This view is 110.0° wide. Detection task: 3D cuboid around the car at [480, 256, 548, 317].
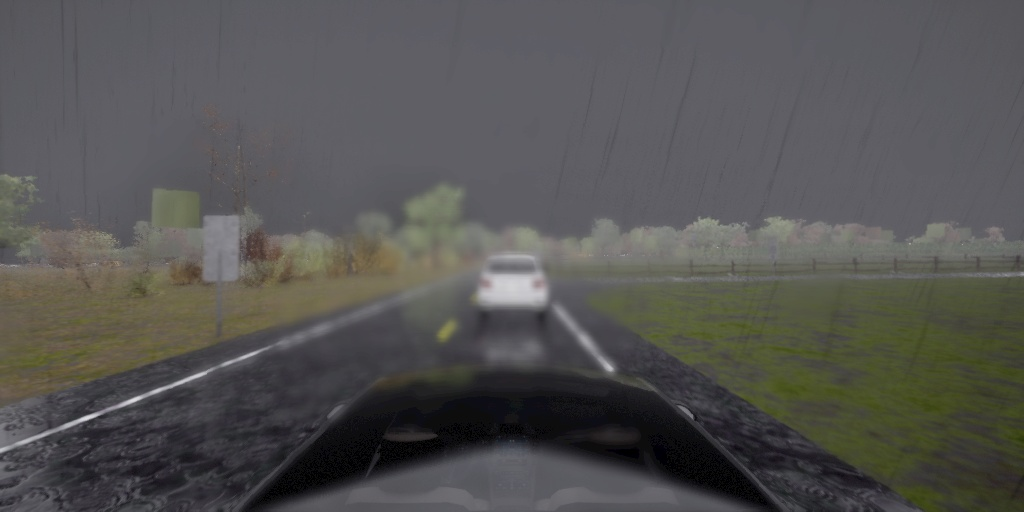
[{"bbox_3d":[0.159,1.006,13.454,2.150,2.045,5.566,0,0,3],"label":"car"}]
